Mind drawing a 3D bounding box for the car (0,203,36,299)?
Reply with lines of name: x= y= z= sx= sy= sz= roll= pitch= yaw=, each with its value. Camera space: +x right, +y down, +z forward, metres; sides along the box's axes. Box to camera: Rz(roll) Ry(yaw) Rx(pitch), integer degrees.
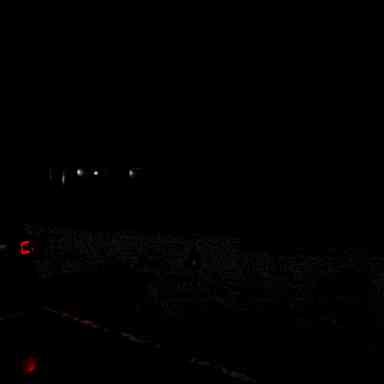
car: x=-5.673 y=1.225 z=7.212 sx=5.566 sy=2.045 sz=2.150 roll=0 pitch=0 yaw=35
